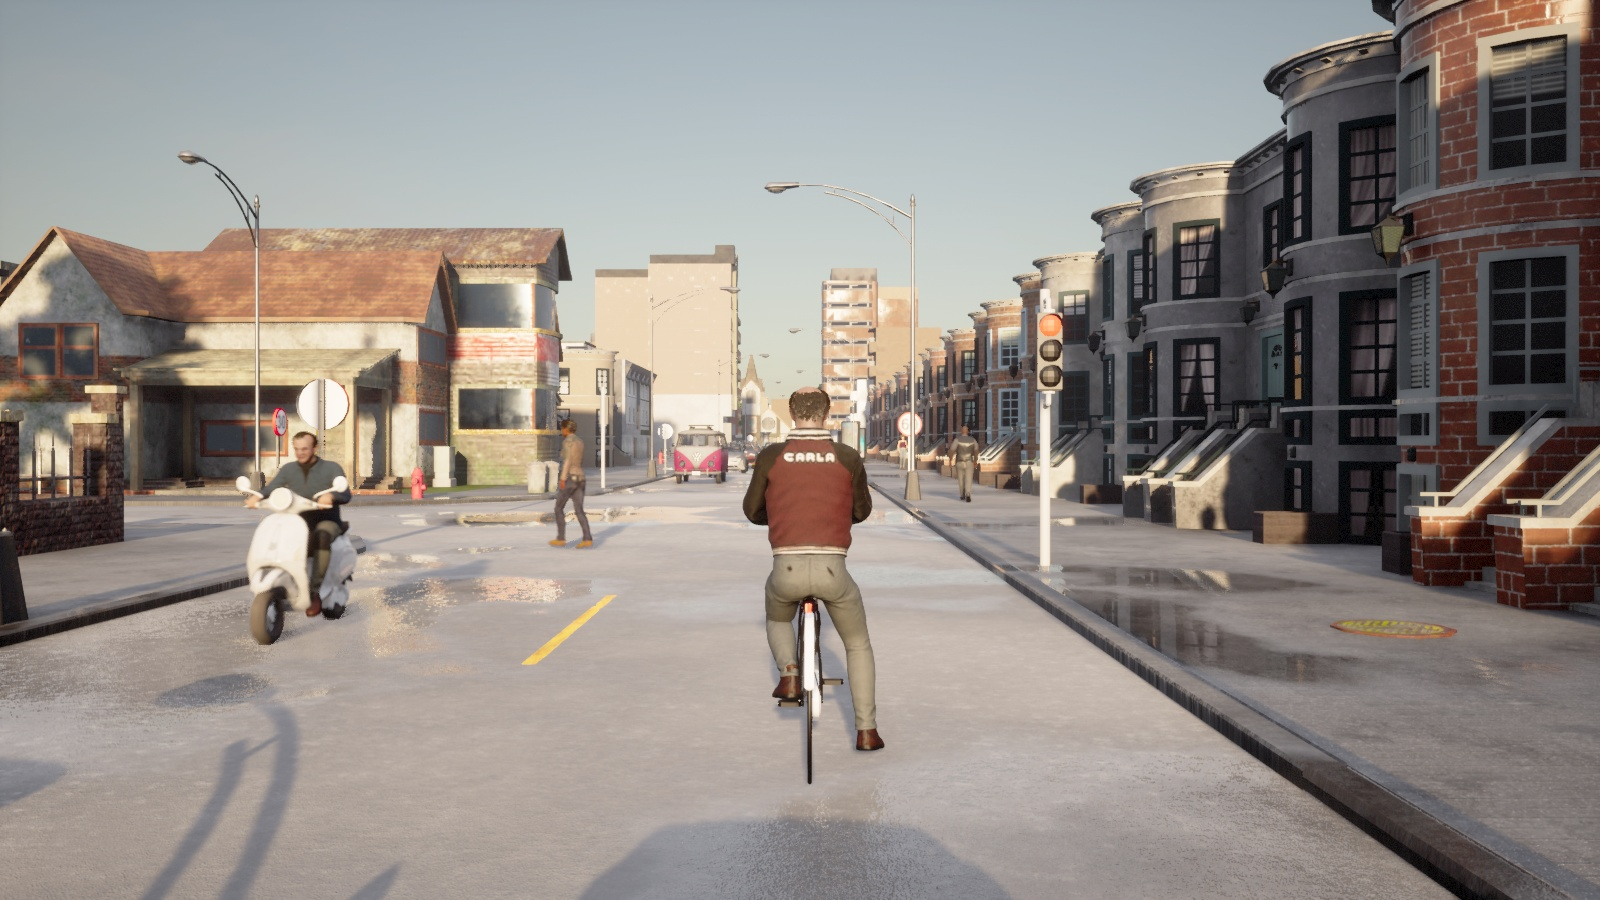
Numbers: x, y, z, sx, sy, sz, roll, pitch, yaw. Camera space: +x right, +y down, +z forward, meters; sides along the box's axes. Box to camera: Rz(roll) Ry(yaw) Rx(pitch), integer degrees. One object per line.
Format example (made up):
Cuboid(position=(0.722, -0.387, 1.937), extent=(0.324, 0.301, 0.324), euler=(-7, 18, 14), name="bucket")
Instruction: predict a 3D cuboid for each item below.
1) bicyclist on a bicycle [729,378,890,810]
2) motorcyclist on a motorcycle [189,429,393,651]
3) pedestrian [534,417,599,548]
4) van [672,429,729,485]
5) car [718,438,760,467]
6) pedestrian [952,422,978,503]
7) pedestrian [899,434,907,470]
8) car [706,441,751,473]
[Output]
Cuboid(position=(0.045, 0.583, 6.081), extent=(0.659, 1.776, 1.843), euler=(0, 1, 0), name="bicyclist on a bicycle")
Cuboid(position=(-3.939, 0.641, 9.900), extent=(0.866, 1.590, 1.817), euler=(0, 0, 0), name="motorcyclist on a motorcycle")
Cuboid(position=(-3.264, 0.441, 17.586), extent=(0.869, 1.805, 0.328), euler=(0, 0, 26), name="pedestrian")
Cuboid(position=(-3.688, 0.230, 47.166), extent=(1.775, 1.987, 4.442), euler=(0, 0, 1), name="van")
Cuboid(position=(-3.512, 0.108, 73.392), extent=(2.152, 1.651, 5.027), euler=(0, 0, 0), name="car")
Cuboid(position=(3.905, 0.291, 29.792), extent=(0.563, 1.883, 0.849), euler=(0, 0, 4), name="pedestrian")
Cuboid(position=(5.344, 0.093, 65.168), extent=(0.345, 1.836, 0.594), euler=(0, 0, -3), name="pedestrian")
Cuboid(position=(-3.579, 0.332, 63.494), extent=(2.007, 1.525, 4.514), euler=(0, 0, 0), name="car")
